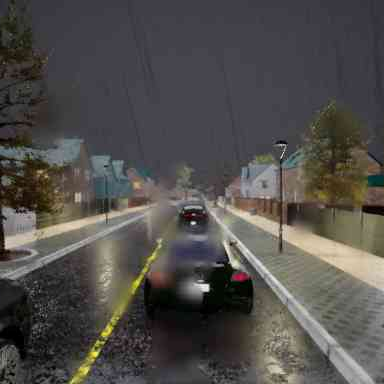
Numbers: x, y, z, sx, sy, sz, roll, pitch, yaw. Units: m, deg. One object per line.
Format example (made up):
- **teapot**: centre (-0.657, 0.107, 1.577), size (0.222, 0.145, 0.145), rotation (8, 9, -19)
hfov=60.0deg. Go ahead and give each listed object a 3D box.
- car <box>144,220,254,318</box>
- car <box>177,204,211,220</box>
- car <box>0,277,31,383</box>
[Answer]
- **car**: centre (0.117, 1.563, 7.537), size (1.994, 1.385, 4.181), rotation (0, 0, 0)
- **car**: centre (0.108, 1.521, 21.214), size (1.837, 1.490, 4.892), rotation (0, 0, 1)
- **car**: centre (-2.845, 1.491, 2.042), size (2.128, 1.511, 4.902), rotation (0, 0, 0)
